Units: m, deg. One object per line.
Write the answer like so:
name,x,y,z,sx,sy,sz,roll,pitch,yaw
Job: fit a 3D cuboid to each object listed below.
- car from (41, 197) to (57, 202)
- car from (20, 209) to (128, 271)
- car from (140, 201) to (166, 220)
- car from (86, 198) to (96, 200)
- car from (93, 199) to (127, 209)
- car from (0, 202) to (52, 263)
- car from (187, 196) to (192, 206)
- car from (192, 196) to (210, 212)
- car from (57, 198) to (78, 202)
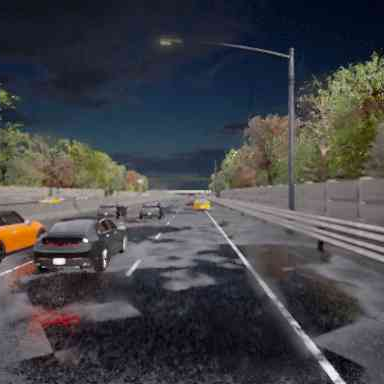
car,-24.534,1.677,58.014,1.882,1.535,5.008,0,0,0
car,-3.402,1.535,10.938,1.837,1.490,4.892,0,0,0
car,-3.406,1.572,29.207,2.128,1.511,4.902,0,0,0
car,-17.546,1.763,58.259,1.994,1.385,4.181,0,0,1
car,-6.905,1.573,29.201,2.128,1.511,4.902,0,0,0
car,-6.904,1.384,11.619,2.097,1.767,4.553,0,0,0
car,-0.011,1.806,59.819,1.895,1.301,4.718,0,0,0
car,1.218,1.604,41.020,1.882,1.535,5.008,0,0,0
car,-21.048,1.760,57.499,1.994,1.385,4.181,0,0,1
